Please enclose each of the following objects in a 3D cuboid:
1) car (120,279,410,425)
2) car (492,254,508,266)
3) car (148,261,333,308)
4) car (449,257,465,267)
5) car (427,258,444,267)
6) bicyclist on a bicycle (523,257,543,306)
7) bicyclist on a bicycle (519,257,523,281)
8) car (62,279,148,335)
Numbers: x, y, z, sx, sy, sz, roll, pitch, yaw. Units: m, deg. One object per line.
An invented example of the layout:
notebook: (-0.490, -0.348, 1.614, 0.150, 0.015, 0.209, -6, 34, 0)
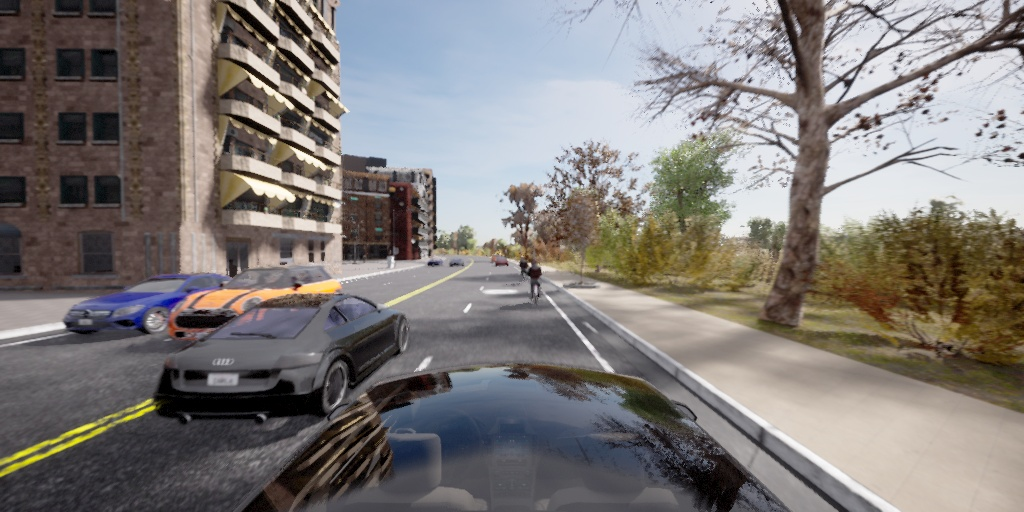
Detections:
car: (-3.135, 1.292, 5.902, 1.994, 1.385, 4.181, 0, 1, 0)
car: (-1.638, 0.803, 56.412, 1.994, 1.385, 4.181, 0, 1, -4)
car: (-6.585, 1.061, 9.864, 2.097, 1.767, 4.553, 0, 1, 0)
car: (-7.987, 0.882, 52.149, 1.994, 1.385, 4.181, 0, 1, -3)
car: (-11.281, 0.932, 52.845, 1.895, 1.301, 4.718, 0, 1, -3)
bicyclist on a bicycle: (0.886, 1.002, 13.921, 0.659, 1.776, 1.843, 0, 1, -1)
bicyclist on a bicycle: (0.738, 0.918, 22.995, 0.659, 1.776, 1.843, 0, 1, -1)
car: (-9.835, 1.245, 10.582, 1.812, 1.442, 4.674, 0, 1, 0)
